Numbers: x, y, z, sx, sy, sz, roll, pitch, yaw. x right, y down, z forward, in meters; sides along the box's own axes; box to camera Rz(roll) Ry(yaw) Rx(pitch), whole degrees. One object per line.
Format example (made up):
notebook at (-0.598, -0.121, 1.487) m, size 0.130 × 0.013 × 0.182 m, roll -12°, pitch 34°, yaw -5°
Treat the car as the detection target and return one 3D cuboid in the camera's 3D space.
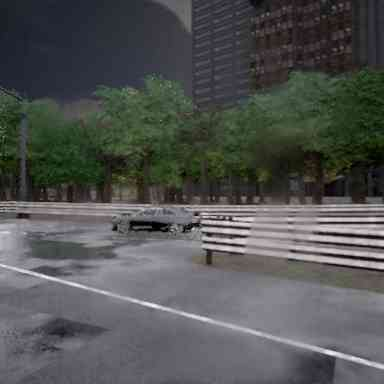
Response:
car at (-1.887, 1.499, 17.658) m, size 4.902 × 1.511 × 2.128 m, roll 0°, pitch 0°, yaw 16°
